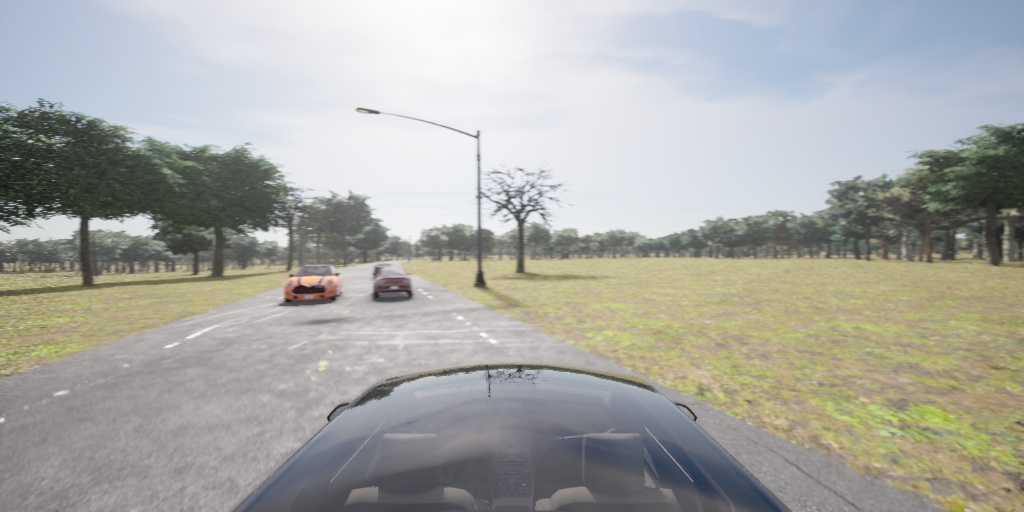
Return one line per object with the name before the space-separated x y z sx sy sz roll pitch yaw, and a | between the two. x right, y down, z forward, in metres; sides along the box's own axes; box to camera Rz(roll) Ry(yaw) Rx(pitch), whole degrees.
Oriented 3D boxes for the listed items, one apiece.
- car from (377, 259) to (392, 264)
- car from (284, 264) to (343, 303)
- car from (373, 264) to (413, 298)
car | -12.648 1.350 35.560 1.882 1.535 5.008 -1 0 -21
car | -9.599 1.199 17.637 2.097 1.767 4.553 -1 0 -21
car | -6.385 1.333 19.163 1.812 1.442 4.674 -1 0 -21
